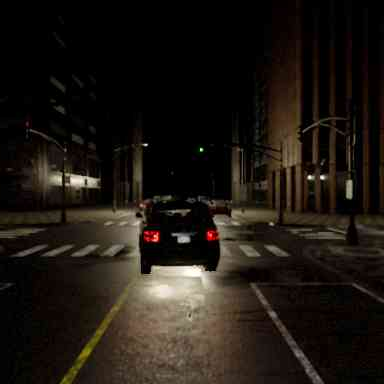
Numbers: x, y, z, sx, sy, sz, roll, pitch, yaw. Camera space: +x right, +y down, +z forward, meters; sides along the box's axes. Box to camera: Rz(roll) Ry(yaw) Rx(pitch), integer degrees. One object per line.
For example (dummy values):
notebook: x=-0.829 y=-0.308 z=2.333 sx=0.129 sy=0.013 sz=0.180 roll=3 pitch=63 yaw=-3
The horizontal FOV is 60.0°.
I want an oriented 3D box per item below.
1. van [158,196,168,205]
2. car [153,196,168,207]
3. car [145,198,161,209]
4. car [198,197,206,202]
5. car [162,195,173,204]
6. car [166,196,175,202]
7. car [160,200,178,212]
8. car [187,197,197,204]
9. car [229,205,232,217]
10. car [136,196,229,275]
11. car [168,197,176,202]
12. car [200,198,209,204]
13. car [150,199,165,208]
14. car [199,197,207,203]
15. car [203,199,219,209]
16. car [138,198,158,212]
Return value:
van: x=-5.736 y=1.693 z=66.319 sx=1.690 sy=1.788 sz=3.998 roll=0 pitch=0 yaw=0
car: x=-5.738 y=1.635 z=60.711 sx=2.192 sy=1.841 sz=5.009 roll=0 pitch=0 yaw=0
car: x=-5.742 y=1.699 z=49.491 sx=1.967 sy=1.590 sz=4.097 roll=0 pitch=0 yaw=0
car: x=2.800 y=2.064 z=94.378 sx=1.887 sy=1.381 sz=4.507 roll=0 pitch=0 yaw=0
car: x=-5.731 y=1.732 z=77.538 sx=2.192 sy=1.841 sz=5.009 roll=0 pitch=0 yaw=0
car: x=-5.727 y=1.925 z=88.757 sx=1.967 sy=1.590 sz=4.097 roll=0 pitch=0 yaw=0
car: x=-3.015 y=1.791 z=43.581 sx=1.994 sy=1.385 sz=4.181 roll=0 pitch=0 yaw=1
car: x=0.031 y=1.937 z=74.037 sx=2.033 sy=1.411 sz=5.357 roll=0 pitch=0 yaw=0
car: x=2.777 y=1.609 z=32.680 sx=1.967 sy=1.590 sz=4.097 roll=0 pitch=0 yaw=0
car: x=-0.642 y=1.278 z=10.907 sx=2.150 sy=2.045 sz=5.566 roll=0 pitch=0 yaw=-9
car: x=-5.726 y=2.070 z=94.366 sx=2.008 sy=1.369 sz=4.403 roll=0 pitch=0 yaw=0
car: x=2.793 y=1.984 z=77.550 sx=1.947 sy=1.339 sz=4.313 roll=0 pitch=0 yaw=0
car: x=-5.740 y=1.840 z=55.100 sx=2.008 sy=1.369 sz=4.403 roll=0 pitch=0 yaw=0
car: x=2.795 y=2.017 z=83.159 sx=1.947 sy=1.339 sz=4.313 roll=0 pitch=0 yaw=0
car: x=2.783 y=1.810 z=49.506 sx=2.008 sy=1.369 sz=4.403 roll=0 pitch=0 yaw=0
car: x=-5.744 y=1.668 z=43.882 sx=1.967 sy=1.590 sz=4.097 roll=0 pitch=0 yaw=0
